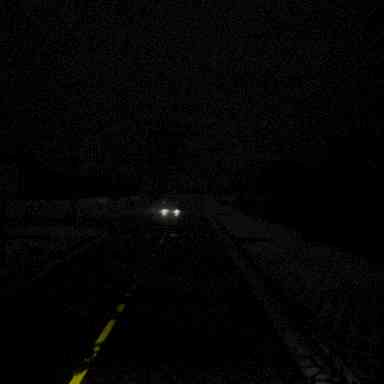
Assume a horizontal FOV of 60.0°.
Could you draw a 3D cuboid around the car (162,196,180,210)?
[{"bbox_3d":[-2.729,1.298,43.483,2.097,1.767,4.553,0,-1,0],"label":"car"}]
